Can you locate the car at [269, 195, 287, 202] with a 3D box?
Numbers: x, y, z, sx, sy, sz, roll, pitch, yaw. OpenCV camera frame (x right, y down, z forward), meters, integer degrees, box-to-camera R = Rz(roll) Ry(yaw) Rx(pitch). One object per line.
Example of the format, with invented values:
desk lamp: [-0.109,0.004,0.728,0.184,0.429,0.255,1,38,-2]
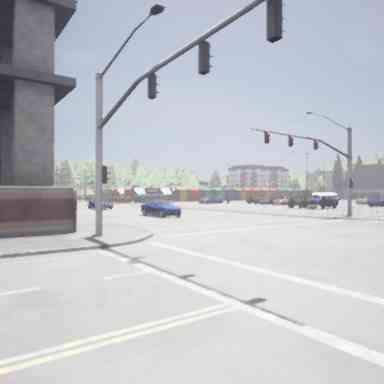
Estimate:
car: [19.286,1.497,74.725,3.905,1.438,1.784,0,0,-35]

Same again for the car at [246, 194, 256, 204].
car: [11.817,1.253,59.093,4.605,1.855,1.932,0,0,-35]

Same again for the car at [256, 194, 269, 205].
car: [13.408,1.463,56.931,3.905,1.438,1.784,0,0,-35]

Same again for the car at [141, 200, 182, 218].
car: [-2.804,1.456,29.935,1.882,1.535,5.008,0,0,-36]

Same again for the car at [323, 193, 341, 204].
car: [35.197,1.329,82.459,3.866,1.878,1.905,0,0,-35]

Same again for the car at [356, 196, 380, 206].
car: [30.739,1.529,58.581,3.806,1.475,1.970,0,0,-35]

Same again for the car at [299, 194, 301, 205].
car: [20.907,1.287,72.323,4.605,1.855,1.932,0,0,-35]

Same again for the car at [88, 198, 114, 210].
car: [-11.600,1.456,42.195,1.882,1.535,5.008,0,0,-36]

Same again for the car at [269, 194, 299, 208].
car: [15.079,1.495,54.567,3.806,1.475,1.970,0,0,-35]
